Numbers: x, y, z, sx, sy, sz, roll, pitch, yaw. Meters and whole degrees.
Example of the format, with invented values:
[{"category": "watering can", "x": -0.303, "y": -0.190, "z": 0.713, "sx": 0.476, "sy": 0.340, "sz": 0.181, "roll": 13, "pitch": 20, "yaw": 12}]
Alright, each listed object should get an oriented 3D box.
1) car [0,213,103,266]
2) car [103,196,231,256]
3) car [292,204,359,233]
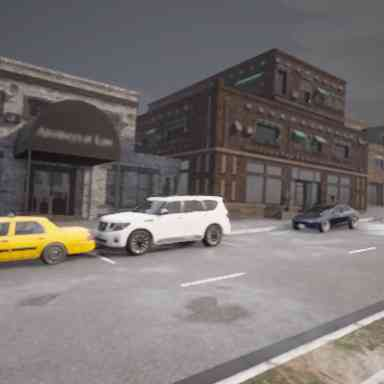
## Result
[{"category": "car", "x": -5.684, "y": 1.418, "z": 9.861, "sx": 5.366, "sy": 1.575, "sz": 1.946, "roll": 0, "pitch": 0, "yaw": -36}, {"category": "car", "x": -0.968, "y": 1.183, "z": 13.253, "sx": 5.566, "sy": 2.045, "sz": 2.435, "roll": 0, "pitch": 0, "yaw": -36}, {"category": "car", "x": 7.993, "y": 1.489, "z": 19.712, "sx": 4.792, "sy": 1.488, "sz": 2.163, "roll": 0, "pitch": 0, "yaw": -36}]
